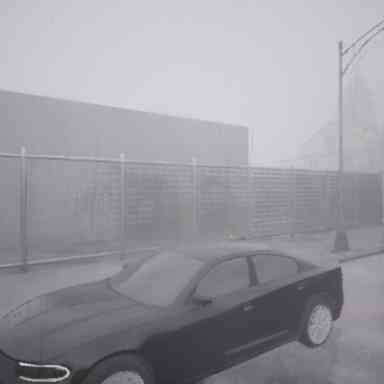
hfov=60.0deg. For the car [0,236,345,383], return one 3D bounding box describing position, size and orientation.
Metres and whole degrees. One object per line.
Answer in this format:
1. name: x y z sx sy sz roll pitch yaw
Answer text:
1. car: 0.114 1.462 4.675 5.008 1.535 1.882 0 0 -35
